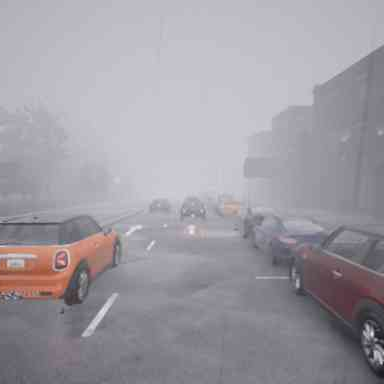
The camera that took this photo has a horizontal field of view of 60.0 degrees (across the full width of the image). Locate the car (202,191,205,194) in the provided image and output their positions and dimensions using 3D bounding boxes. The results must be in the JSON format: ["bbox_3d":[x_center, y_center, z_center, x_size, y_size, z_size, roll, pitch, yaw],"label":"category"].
[{"bbox_3d":[3.150,1.043,55.271,2.231,1.521,4.892,0,0,0],"label":"car"}]

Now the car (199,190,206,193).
[{"bbox_3d":[3.137,0.746,60.953,2.435,2.045,5.566,0,0,0],"label":"car"}]

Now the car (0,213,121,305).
[{"bbox_3d":[-3.160,1.287,8.105,2.097,1.767,4.553,0,0,0],"label":"car"}]

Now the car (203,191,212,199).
[{"bbox_3d":[3.158,1.087,49.745,2.231,1.521,4.892,0,0,0],"label":"car"}]

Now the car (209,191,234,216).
[{"bbox_3d":[3.189,1.091,33.144,2.185,1.767,4.553,0,0,0],"label":"car"}]

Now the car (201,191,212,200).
[{"bbox_3d":[3.115,0.785,71.944,2.185,1.767,4.553,0,0,0],"label":"car"}]

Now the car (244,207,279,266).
[{"bbox_3d":[3.213,1.431,11.074,2.002,1.452,4.674,0,0,0],"label":"car"}]

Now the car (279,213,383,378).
[{"bbox_3d":[3.218,1.309,5.643,2.185,1.767,4.553,0,0,0],"label":"car"}]

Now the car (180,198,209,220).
[{"bbox_3d":[0.071,1.394,25.981,1.895,1.301,4.718,0,0,0],"label":"car"}]

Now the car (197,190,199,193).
[{"bbox_3d":[3.147,0.812,84.559,2.231,1.521,4.892,0,0,1],"label":"car"}]

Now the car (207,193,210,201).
[{"bbox_3d":[3.181,1.168,38.888,1.946,1.575,5.366,0,0,0],"label":"car"}]

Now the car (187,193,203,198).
[{"bbox_3d":[0.048,1.175,41.474,1.837,1.490,4.892,0,0,0],"label":"car"}]

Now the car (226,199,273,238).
[{"bbox_3d":[3.205,1.349,16.594,2.231,1.521,4.892,0,0,0],"label":"car"}]

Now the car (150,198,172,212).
[{"bbox_3d":[-3.190,1.292,34.278,1.994,1.385,4.181,0,0,0],"label":"car"}]
